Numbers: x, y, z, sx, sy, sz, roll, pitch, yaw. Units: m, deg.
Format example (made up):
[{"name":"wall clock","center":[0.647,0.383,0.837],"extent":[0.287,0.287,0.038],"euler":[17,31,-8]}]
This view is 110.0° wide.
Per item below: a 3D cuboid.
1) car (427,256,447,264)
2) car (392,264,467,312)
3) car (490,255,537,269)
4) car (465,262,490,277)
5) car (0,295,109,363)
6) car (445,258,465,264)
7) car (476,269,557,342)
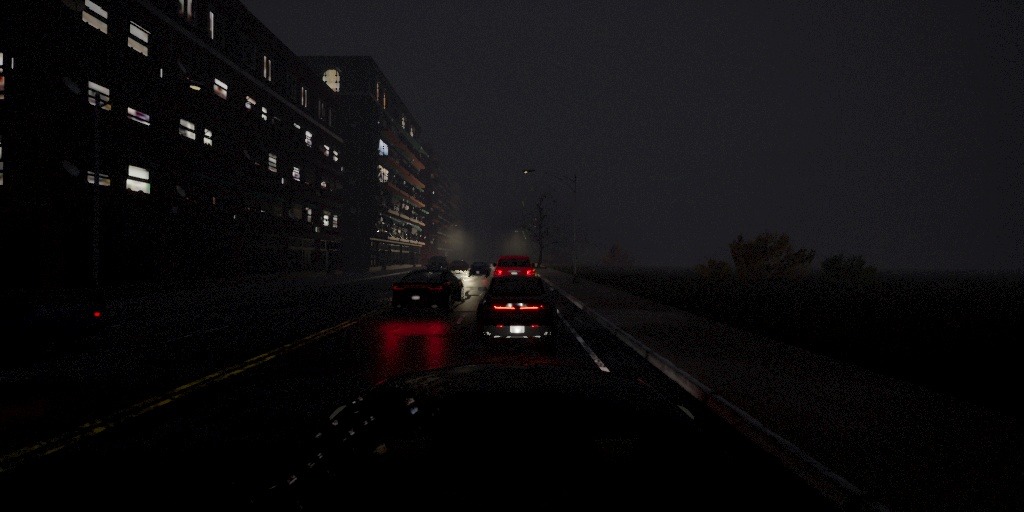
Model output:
[{"name":"car","center":[-9.811,0.975,47.593],"extent":[2.150,2.045,5.566],"euler":[0,0,0]},{"name":"car","center":[-3.140,1.230,14.194],"extent":[1.882,1.535,5.008],"euler":[0,0,0]},{"name":"car","center":[0.115,0.975,20.109],"extent":[2.150,2.045,5.566],"euler":[0,0,0]},{"name":"car","center":[-3.121,1.279,35.077],"extent":[1.812,1.442,4.674],"euler":[0,0,0]},{"name":"car","center":[-9.848,1.298,5.462],"extent":[2.033,1.411,5.357],"euler":[0,0,0]},{"name":"car","center":[-6.565,1.231,43.999],"extent":[1.882,1.535,5.008],"euler":[0,0,0]},{"name":"car","center":[0.108,1.256,9.761],"extent":[1.837,1.490,4.892],"euler":[0,0,0]}]
